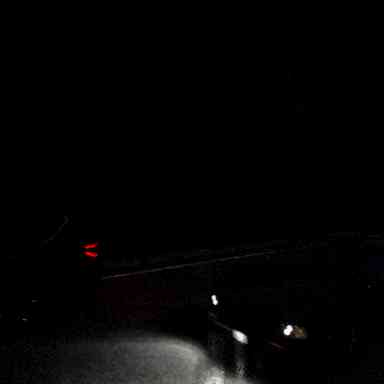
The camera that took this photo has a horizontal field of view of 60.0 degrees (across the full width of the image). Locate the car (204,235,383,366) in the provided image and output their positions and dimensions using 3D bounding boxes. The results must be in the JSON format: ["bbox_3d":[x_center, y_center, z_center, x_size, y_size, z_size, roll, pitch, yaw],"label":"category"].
[{"bbox_3d":[2.807,1.546,5.990,5.357,1.411,2.033,0,0,-36],"label":"car"}]

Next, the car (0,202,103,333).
[{"bbox_3d":[-4.253,1.222,5.258,5.566,2.045,2.150,0,0,-35],"label":"car"}]
